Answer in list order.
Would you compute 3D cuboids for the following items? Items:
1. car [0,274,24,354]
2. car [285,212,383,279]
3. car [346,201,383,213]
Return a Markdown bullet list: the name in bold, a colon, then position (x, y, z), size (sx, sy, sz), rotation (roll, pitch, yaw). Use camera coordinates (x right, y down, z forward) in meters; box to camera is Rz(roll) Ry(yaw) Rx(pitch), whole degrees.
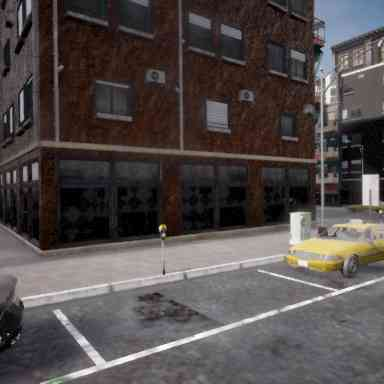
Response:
- **car**: position (-4.255, 1.551, 3.538), size (4.403, 1.369, 2.008), rotation (0, -1, -35)
- **car**: position (4.829, 1.523, 10.018), size (4.829, 1.417, 1.752), rotation (0, -1, -35)
- **car**: position (18.763, 1.497, 34.921), size (1.752, 1.417, 4.829), rotation (-1, 1, -36)
